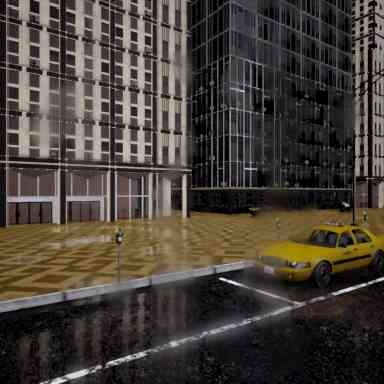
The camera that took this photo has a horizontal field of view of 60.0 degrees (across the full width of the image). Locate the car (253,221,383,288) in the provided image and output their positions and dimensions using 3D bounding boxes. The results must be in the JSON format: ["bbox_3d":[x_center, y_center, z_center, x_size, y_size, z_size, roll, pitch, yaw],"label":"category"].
[{"bbox_3d":[3.784,1.526,9.246,4.829,1.417,1.752,0,0,-35],"label":"car"}]
